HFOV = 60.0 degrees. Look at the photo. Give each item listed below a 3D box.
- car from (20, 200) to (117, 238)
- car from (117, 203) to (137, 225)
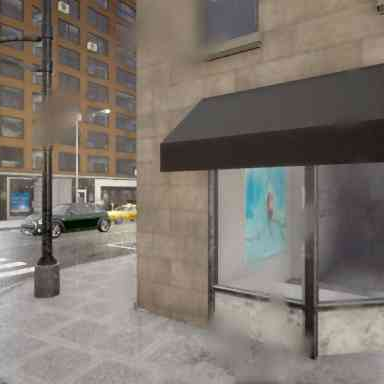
[{"bbox_3d":[-6.626,1.365,17.807,2.097,1.767,4.553,0,0,36],"label":"car"},{"bbox_3d":[-4.825,1.547,24.633,1.752,1.417,4.829,0,0,36],"label":"car"}]
